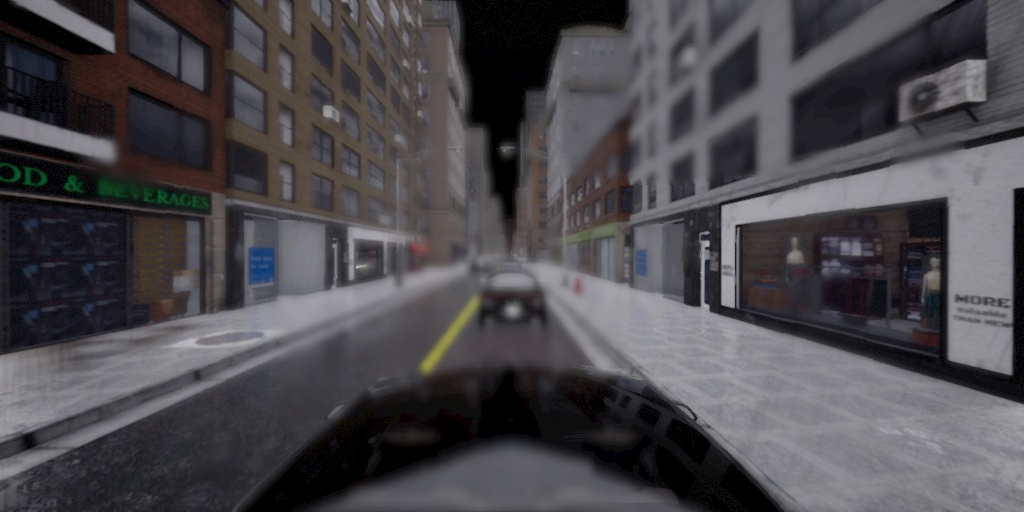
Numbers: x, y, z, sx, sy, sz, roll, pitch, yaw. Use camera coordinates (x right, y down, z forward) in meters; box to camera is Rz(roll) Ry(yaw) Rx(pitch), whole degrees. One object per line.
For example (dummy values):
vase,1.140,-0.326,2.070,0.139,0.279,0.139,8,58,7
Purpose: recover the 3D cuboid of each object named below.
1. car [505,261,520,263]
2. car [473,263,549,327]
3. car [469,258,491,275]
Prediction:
car,0.045,1.111,28.206,2.033,1.411,5.357,0,0,0
car,0.045,1.159,11.267,1.882,1.535,5.008,0,1,0
car,-3.129,0.988,35.811,1.882,1.535,5.008,0,0,0
